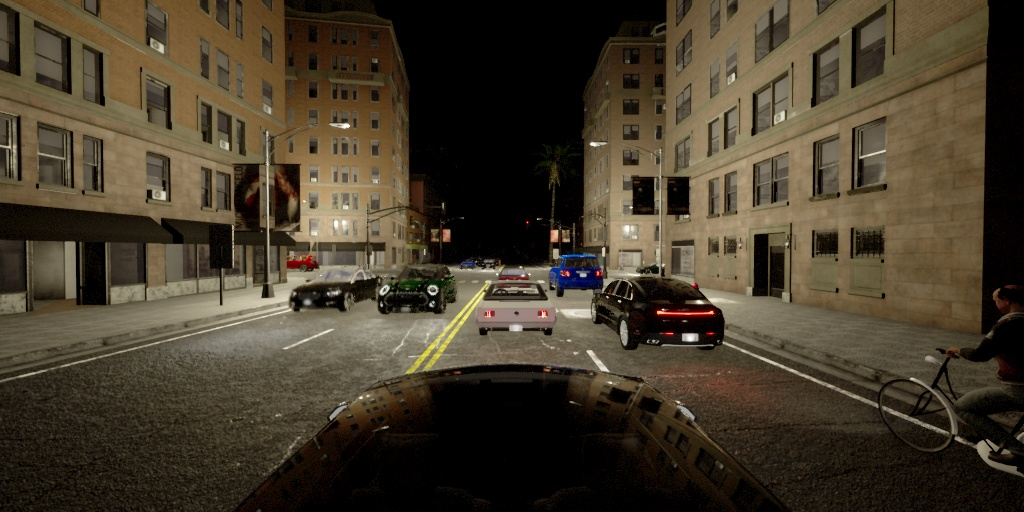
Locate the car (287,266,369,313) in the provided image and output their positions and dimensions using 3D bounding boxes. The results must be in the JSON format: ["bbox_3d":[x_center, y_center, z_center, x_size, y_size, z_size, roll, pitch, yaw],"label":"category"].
[{"bbox_3d":[-6.614,1.240,14.056,2.128,1.511,4.902,0,0,0],"label":"car"}]

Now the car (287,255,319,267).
[{"bbox_3d":[-23.937,0.833,39.286,5.009,1.841,2.192,0,0,-9],"label":"car"}]

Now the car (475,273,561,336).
[{"bbox_3d":[0.092,1.349,10.373,1.895,1.301,4.718,0,0,0],"label":"car"}]

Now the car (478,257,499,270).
[{"bbox_3d":[-3.403,1.233,53.298,2.128,1.511,4.902,0,0,0],"label":"car"}]

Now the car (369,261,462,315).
[{"bbox_3d":[-3.362,1.099,13.557,2.097,1.767,4.553,0,0,0],"label":"car"}]

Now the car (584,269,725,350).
[{"bbox_3d":[3.297,1.253,9.031,1.837,1.490,4.892,0,0,0],"label":"car"}]

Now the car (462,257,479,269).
[{"bbox_3d":[-6.646,1.267,54.604,1.812,1.442,4.674,0,0,1],"label":"car"}]

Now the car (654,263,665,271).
[{"bbox_3d":[16.172,1.511,33.838,4.313,1.339,1.948,0,0,0],"label":"car"}]

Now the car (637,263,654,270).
[{"bbox_3d":[16.014,1.423,39.786,4.181,1.385,1.994,0,1,0],"label":"car"}]

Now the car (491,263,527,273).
[{"bbox_3d":[0.080,1.294,19.943,2.033,1.411,5.357,0,0,0],"label":"car"}]

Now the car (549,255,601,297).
[{"bbox_3d":[3.231,0.968,18.940,2.150,2.045,5.566,0,0,0],"label":"car"}]

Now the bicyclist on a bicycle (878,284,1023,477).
[{"bbox_3d":[4.144,1.120,3.152,0.659,1.776,1.843,0,0,0],"label":"bicyclist on a bicycle"}]
